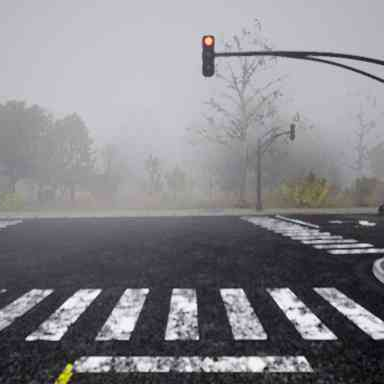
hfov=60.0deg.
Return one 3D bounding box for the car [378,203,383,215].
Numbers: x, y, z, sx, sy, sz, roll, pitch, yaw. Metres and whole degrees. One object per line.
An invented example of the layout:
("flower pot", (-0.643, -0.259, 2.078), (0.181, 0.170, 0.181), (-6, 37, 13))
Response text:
("car", (16.783, 1.037, 25.370), (5.008, 1.535, 1.882), (0, 2, -9))
